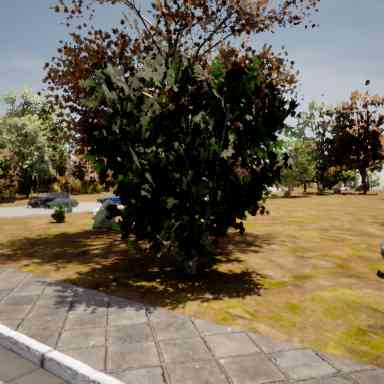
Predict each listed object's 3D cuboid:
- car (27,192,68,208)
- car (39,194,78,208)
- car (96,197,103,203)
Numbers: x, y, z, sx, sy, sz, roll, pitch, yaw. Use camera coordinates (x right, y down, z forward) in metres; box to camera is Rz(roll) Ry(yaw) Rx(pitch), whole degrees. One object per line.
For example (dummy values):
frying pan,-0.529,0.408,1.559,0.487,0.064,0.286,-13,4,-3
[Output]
car,-19.565,1.060,45.758,2.150,2.045,5.566,0,2,39
car,-17.022,1.400,43.329,1.994,1.385,4.181,0,2,39
car,-12.858,0.971,54.024,2.033,1.411,5.357,0,3,39
